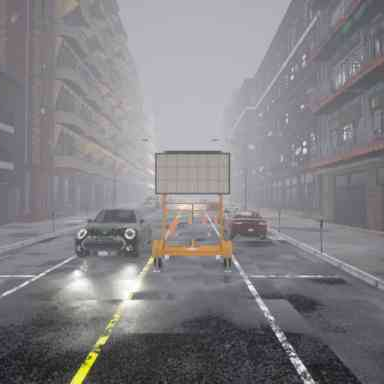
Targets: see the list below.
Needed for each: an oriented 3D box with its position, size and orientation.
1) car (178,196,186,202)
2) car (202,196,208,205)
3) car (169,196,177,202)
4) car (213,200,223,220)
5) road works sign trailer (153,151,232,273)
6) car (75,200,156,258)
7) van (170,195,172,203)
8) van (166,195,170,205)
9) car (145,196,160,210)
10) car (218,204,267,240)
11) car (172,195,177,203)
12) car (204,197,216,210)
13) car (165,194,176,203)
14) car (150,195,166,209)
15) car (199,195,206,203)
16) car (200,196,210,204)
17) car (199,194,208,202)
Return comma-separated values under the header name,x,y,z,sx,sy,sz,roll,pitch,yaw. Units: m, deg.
name,x,y,z,sx,sy,sz,roll,pitch,yaw
car,-2.497,1.778,82.547,2.033,1.411,5.357,0,0,0
car,2.720,1.634,44.715,2.008,1.369,4.403,1,0,0
car,-5.024,1.830,89.045,1.947,1.339,4.313,1,0,0
car,2.653,1.554,22.763,1.752,1.417,4.829,1,0,0
road works sign trailer,0.021,0.474,10.750,2.380,3.560,2.880,0,0,0
car,-2.811,1.364,12.780,2.097,1.767,4.553,0,0,0
van,-5.104,1.480,61.393,1.690,1.788,3.998,1,0,0
van,-5.120,1.459,55.861,1.690,1.788,3.998,2,0,0
car,-5.177,1.593,39.101,1.752,1.417,4.829,2,0,0
car,2.635,1.564,17.061,1.887,1.381,4.507,1,0,0
car,-5.069,1.500,72.454,2.192,1.841,5.009,1,0,0
car,2.703,1.613,39.183,1.887,1.381,4.507,1,0,0
car,-5.051,1.525,77.984,2.192,1.841,5.009,1,0,0
car,-5.153,1.398,44.803,2.192,1.841,5.009,2,0,0
car,2.772,1.683,61.307,1.887,1.381,4.507,1,0,0
car,2.816,1.625,72.369,1.967,1.590,4.097,1,0,0
car,2.811,1.550,83.431,2.192,1.841,5.009,1,0,0
